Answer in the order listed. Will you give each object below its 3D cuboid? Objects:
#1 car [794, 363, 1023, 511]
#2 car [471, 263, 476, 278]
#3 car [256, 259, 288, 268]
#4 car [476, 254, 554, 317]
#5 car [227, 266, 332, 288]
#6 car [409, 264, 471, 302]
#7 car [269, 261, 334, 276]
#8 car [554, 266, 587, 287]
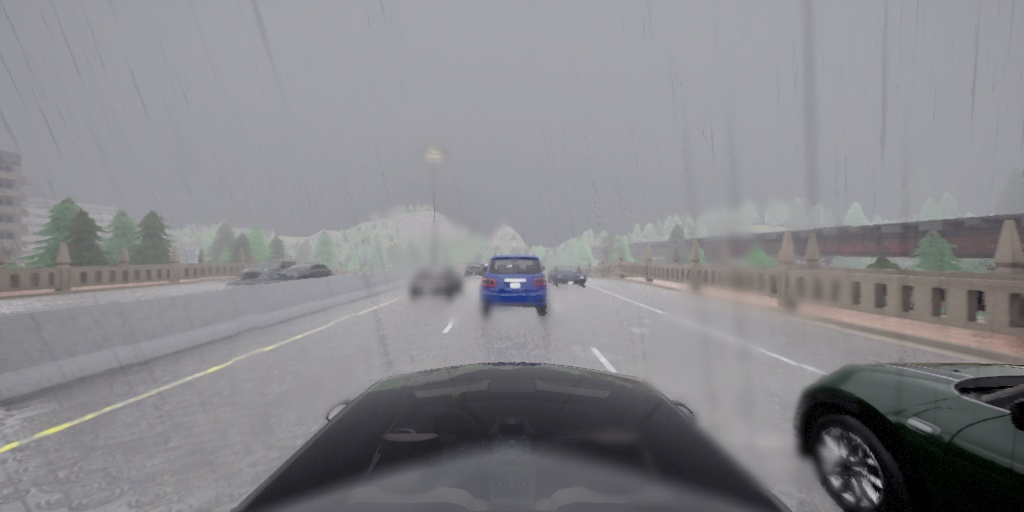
[{"bbox_3d":[3.592,1.102,1.336,2.097,1.767,4.553,0,0,0],"label":"car"},{"bbox_3d":[-3.414,1.496,35.272,1.837,1.490,4.892,0,-2,0],"label":"car"},{"bbox_3d":[-17.606,1.102,26.681,2.097,1.767,4.553,0,-1,0],"label":"car"},{"bbox_3d":[0.095,0.959,13.327,2.150,2.045,5.566,0,0,0],"label":"car"},{"bbox_3d":[-10.606,1.335,16.596,1.895,1.301,4.718,0,0,0],"label":"car"},{"bbox_3d":[-3.407,1.225,16.980,2.128,1.511,4.902,0,0,0],"label":"car"},{"bbox_3d":[-14.107,1.235,24.623,1.837,1.490,4.892,0,0,0],"label":"car"},{"bbox_3d":[3.591,1.330,23.868,1.895,1.301,4.718,0,0,0],"label":"car"}]
